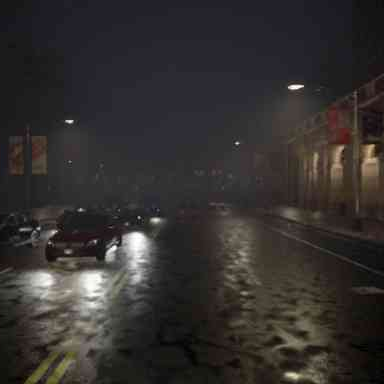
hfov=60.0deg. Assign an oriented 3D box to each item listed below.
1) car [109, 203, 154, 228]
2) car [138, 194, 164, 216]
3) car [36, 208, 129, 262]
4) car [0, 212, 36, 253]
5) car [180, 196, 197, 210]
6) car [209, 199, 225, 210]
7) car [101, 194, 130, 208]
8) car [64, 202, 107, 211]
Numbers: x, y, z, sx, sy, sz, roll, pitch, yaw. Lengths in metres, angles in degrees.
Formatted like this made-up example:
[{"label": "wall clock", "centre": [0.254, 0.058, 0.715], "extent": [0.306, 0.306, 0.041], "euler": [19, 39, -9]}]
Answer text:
[{"label": "car", "centre": [-3.933, 1.622, 22.327], "extent": [1.895, 1.301, 4.718], "euler": [0, 0, 0]}, {"label": "car", "centre": [-3.986, 1.243, 32.901], "extent": [2.150, 2.045, 5.566], "euler": [0, 0, 0]}, {"label": "car", "centre": [-3.791, 1.546, 12.427], "extent": [1.812, 1.442, 4.674], "euler": [0, 0, -1]}, {"label": "car", "centre": [-7.289, 1.531, 12.202], "extent": [2.128, 1.511, 4.902], "euler": [0, 0, -1]}, {"label": "car", "centre": [-0.447, 1.356, 43.189], "extent": [2.097, 1.767, 4.553], "euler": [0, 0, 0]}, {"label": "car", "centre": [3.140, 1.584, 43.115], "extent": [1.895, 1.301, 4.718], "euler": [0, 0, 1]}, {"label": "car", "centre": [-7.500, 1.262, 32.662], "extent": [2.150, 2.045, 5.566], "euler": [0, 0, 0]}, {"label": "car", "centre": [-7.422, 1.604, 22.192], "extent": [1.994, 1.385, 4.181], "euler": [0, 0, 1]}]
